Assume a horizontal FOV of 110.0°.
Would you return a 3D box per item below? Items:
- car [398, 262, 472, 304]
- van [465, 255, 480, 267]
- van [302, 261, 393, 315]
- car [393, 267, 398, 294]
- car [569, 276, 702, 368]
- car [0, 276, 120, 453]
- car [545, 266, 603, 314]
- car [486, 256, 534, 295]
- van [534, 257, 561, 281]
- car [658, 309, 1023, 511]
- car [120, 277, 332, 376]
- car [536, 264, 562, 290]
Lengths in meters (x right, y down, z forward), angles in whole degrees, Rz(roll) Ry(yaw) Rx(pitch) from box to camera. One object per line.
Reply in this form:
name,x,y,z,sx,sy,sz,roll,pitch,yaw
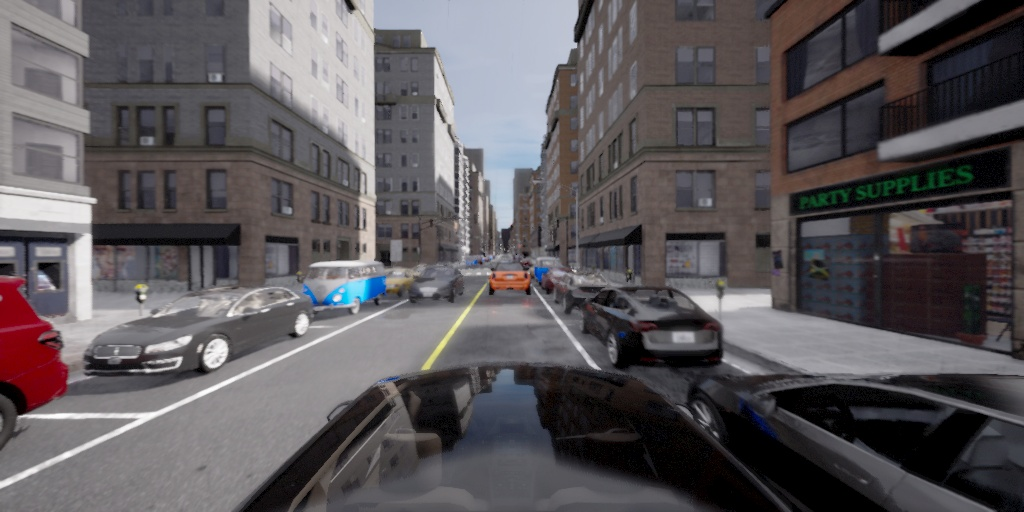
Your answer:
car,-3.238,1.204,16.180,2.128,1.511,4.902,0,0,-1
van,-6.463,0.873,57.355,1.690,1.789,3.998,0,0,-1
van,-5.968,1.082,13.156,1.690,1.789,3.998,0,0,-1
car,-6.029,1.243,18.655,1.751,1.417,4.829,0,0,-1
car,2.620,1.278,7.597,1.948,1.339,4.313,0,0,-1
car,-5.841,1.098,1.821,2.192,1.841,5.009,0,0,-1
car,2.557,1.242,13.266,2.007,1.370,4.403,0,0,-1
car,-0.112,1.032,19.534,2.097,1.767,4.553,0,0,0
van,2.430,0.982,24.606,1.690,1.789,3.998,0,0,-1
car,2.684,1.300,1.929,1.948,1.339,4.313,0,0,-1
car,-5.904,1.313,7.488,2.007,1.370,4.403,0,0,-1
car,2.493,1.249,18.936,1.802,1.307,4.207,0,0,-1
